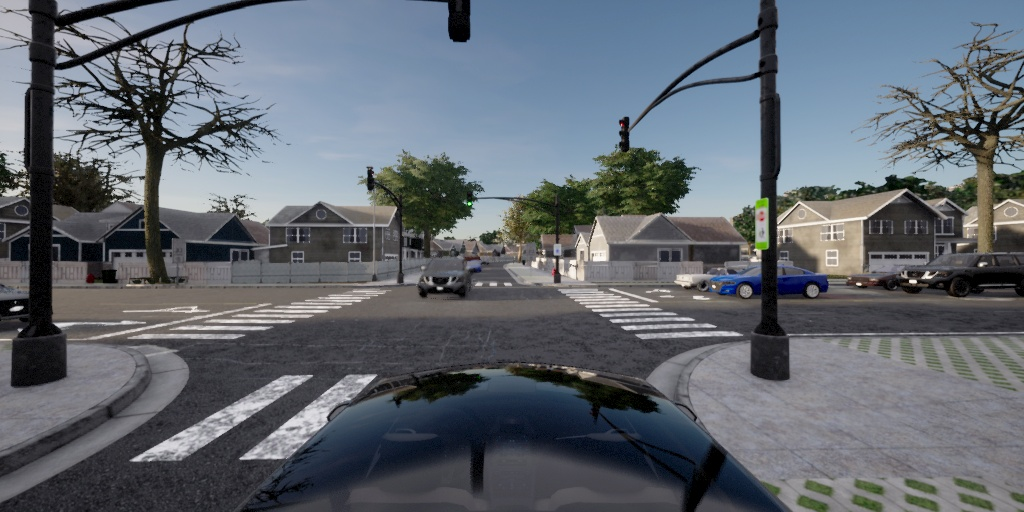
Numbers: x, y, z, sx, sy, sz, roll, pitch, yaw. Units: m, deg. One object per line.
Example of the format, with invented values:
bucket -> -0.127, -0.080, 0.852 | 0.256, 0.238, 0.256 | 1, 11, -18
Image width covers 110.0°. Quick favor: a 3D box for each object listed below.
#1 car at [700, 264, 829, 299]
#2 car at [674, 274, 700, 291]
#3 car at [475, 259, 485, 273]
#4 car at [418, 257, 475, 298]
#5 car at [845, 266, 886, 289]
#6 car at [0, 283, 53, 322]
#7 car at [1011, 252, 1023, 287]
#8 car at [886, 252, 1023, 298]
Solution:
car -> 12.009, 1.160, 16.953 | 5.008, 1.535, 1.882 | 0, 0, -2
car -> 11.799, 1.307, 20.199 | 4.718, 1.301, 1.895 | 0, 0, -2
car -> -4.575, 1.251, 42.609 | 1.882, 1.535, 5.008 | 0, 1, -3
car -> -3.291, 1.067, 18.516 | 2.150, 2.045, 5.566 | 0, 0, -3
car -> 22.403, 1.196, 20.477 | 5.357, 1.411, 2.033 | 0, 0, -1
car -> -15.227, 1.226, 9.530 | 4.181, 1.385, 1.994 | 0, 0, -2
car -> 33.121, 0.768, 20.752 | 5.566, 2.045, 2.150 | -1, 0, -1
car -> 21.945, 0.851, 17.220 | 5.566, 2.045, 2.150 | 0, 0, -1
